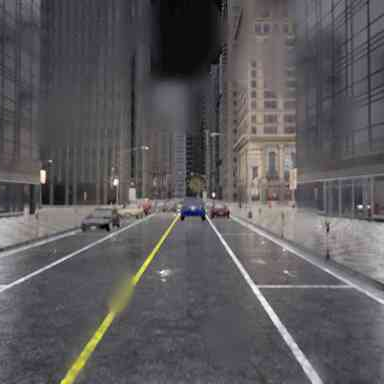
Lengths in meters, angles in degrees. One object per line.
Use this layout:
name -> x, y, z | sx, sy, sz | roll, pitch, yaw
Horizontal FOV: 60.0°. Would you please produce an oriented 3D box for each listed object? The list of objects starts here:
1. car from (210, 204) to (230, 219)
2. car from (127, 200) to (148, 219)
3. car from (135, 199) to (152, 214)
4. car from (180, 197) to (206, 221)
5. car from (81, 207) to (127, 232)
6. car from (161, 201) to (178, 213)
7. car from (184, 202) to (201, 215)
car -> 2.700, 1.854, 32.798 | 1.887, 1.381, 4.507 | 0, -1, 0
car -> -5.824, 1.833, 32.638 | 1.752, 1.417, 4.829 | 0, -1, 0
car -> -5.818, 1.687, 38.270 | 2.192, 1.841, 5.009 | 0, -1, 0
car -> 0.091, 1.505, 30.379 | 2.150, 2.045, 5.566 | 0, -1, 0
car -> -5.834, 1.760, 21.890 | 1.947, 1.339, 4.313 | 1, -1, 0
car -> -2.964, 1.964, 44.842 | 1.837, 1.490, 4.892 | 0, -1, 0
car -> 0.074, 1.952, 41.093 | 2.033, 1.411, 5.357 | 0, -1, 1
